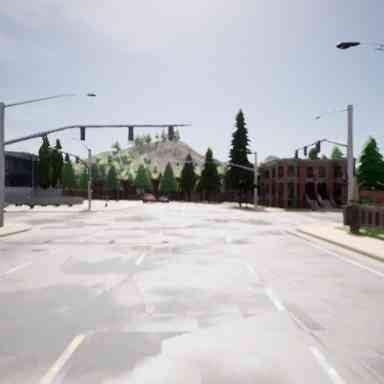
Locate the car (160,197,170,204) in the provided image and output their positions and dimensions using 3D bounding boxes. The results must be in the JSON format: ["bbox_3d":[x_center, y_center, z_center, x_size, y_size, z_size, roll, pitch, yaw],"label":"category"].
[{"bbox_3d":[-6.261,1.798,73.707,1.837,1.490,4.892,0,0,-19],"label":"car"}]

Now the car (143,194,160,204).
[{"bbox_3d":[-9.151,1.514,71.468,2.150,2.045,5.566,0,0,-19],"label":"car"}]
